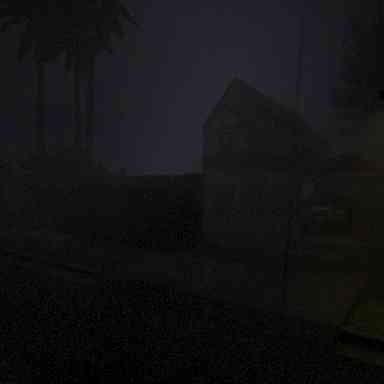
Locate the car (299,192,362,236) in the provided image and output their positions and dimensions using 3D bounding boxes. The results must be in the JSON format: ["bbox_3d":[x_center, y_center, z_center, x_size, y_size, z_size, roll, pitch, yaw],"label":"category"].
[{"bbox_3d":[6.686,0.919,15.745,1.932,1.855,4.605,1,1,36],"label":"car"}]
